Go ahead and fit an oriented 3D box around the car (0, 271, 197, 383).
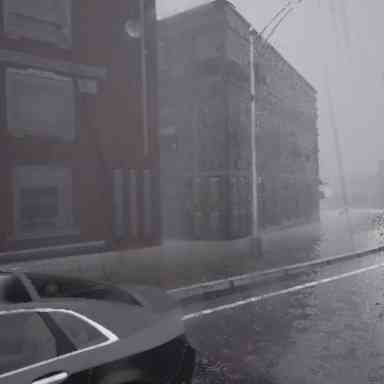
[{"bbox_3d":[-2.220,1.507,2.401,4.892,1.490,1.837,0,0,-36],"label":"car"}]
